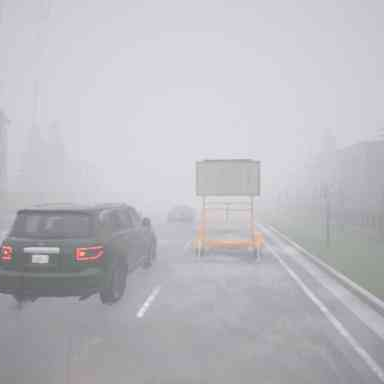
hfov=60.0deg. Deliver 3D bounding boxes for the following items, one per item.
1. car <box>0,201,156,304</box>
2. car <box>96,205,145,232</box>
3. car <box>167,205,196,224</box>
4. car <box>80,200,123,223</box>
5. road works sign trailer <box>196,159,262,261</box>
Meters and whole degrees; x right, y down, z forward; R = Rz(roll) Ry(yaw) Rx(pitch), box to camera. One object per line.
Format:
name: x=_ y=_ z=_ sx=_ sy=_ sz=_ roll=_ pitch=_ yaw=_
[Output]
car: x=-2.421 y=1.291 z=8.528 sx=2.150 sy=2.045 sz=5.566 roll=0 pitch=0 yaw=5
car: x=-4.664 y=1.684 z=22.520 sx=1.837 sy=1.490 sz=4.892 roll=0 pitch=0 yaw=5
car: x=-0.779 y=1.758 z=26.590 sx=1.994 sy=1.385 sz=4.181 roll=0 pitch=0 yaw=5
car: x=-7.632 y=1.584 z=28.543 sx=2.097 sy=1.767 sz=4.553 roll=0 pitch=0 yaw=5
road works sign trailer: x=1.367 y=0.552 z=12.682 sx=2.380 sy=3.560 sz=2.880 roll=0 pitch=0 yaw=5
